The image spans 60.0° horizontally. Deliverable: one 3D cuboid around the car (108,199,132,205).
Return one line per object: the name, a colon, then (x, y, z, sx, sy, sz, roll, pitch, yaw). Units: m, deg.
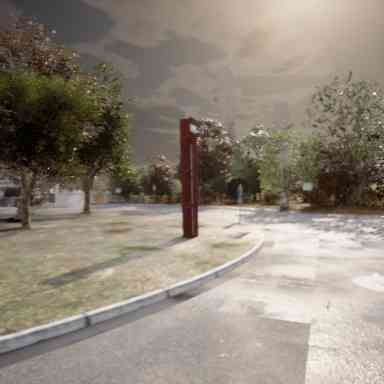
car: (-16.331, 2.419, 77.179, 4.892, 1.521, 2.231, -2, -3, -17)

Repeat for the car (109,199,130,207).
car: (-17.954, 2.721, 82.434, 4.892, 1.521, 2.231, -2, -3, -17)

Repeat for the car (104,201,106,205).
car: (-19.774, 3.015, 87.631, 5.366, 1.575, 1.946, -2, -2, -17)
